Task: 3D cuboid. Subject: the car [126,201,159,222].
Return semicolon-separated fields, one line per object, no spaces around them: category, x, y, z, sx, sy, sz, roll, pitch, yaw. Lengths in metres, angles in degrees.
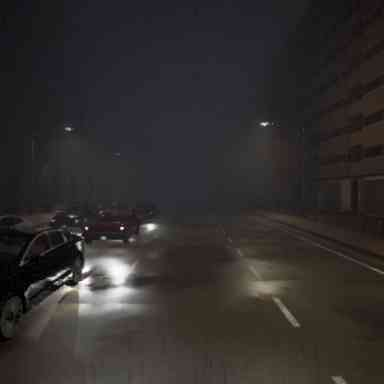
car;-3.584;1.465;25.757;1.812;1.442;4.674;0;0;0

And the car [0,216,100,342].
car;-3.600;1.476;6.491;2.128;1.511;4.902;0;0;0

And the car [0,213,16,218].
car;-7.101;1.498;11.538;1.812;1.442;4.674;0;0;0

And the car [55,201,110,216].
car;-7.096;1.498;21.155;2.033;1.411;5.357;0;0;0

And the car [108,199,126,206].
car;-7.079;1.419;30.894;2.128;1.511;4.902;0;0;0

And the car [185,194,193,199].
car;-0.827;1.247;89.751;1.895;1.301;4.718;0;0;-1

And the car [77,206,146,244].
car;-3.599;1.564;15.761;1.895;1.301;4.718;0;0;0

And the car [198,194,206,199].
car;2.673;1.191;89.765;2.033;1.411;5.357;0;0;-1
